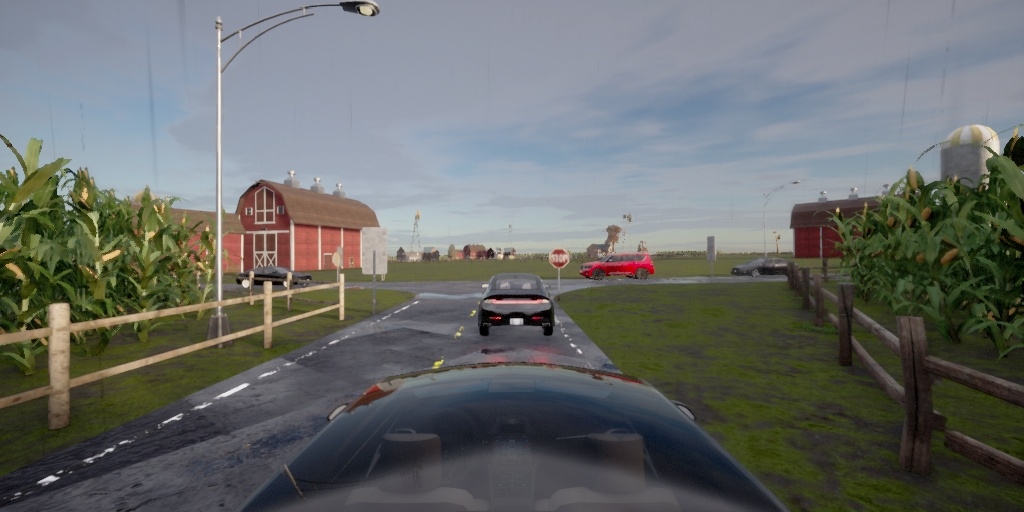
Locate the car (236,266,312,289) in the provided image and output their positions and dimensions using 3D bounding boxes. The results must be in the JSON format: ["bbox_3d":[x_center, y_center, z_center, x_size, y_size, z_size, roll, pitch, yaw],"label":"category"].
[{"bbox_3d":[-16.865,1.473,25.556,5.008,1.535,1.882,-1,-1,5],"label":"car"}]

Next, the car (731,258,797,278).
[{"bbox_3d":[19.995,0.909,28.476,4.892,1.490,1.837,-1,0,-5],"label":"car"}]

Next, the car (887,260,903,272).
[{"bbox_3d":[31.608,0.676,26.887,4.902,1.511,2.128,-1,0,-8],"label":"car"}]

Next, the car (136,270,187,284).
[{"bbox_3d":[-27.098,1.713,26.722,5.357,1.411,2.033,-1,-1,8],"label":"car"}]

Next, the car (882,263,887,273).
[{"bbox_3d":[33.714,0.644,30.194,5.008,1.535,1.882,-1,0,-9],"label":"car"}]

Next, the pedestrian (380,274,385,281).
[{"bbox_3d":[-11.179,1.241,30.987,0.375,1.860,0.375,0,0,4],"label":"pedestrian"}]

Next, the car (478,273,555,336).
[{"bbox_3d":[0.106,1.243,10.382,2.128,1.511,4.902,0,0,0],"label":"car"}]

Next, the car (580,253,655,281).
[{"bbox_3d":[8.087,0.829,27.727,5.566,2.045,2.150,-1,0,-2],"label":"car"}]
